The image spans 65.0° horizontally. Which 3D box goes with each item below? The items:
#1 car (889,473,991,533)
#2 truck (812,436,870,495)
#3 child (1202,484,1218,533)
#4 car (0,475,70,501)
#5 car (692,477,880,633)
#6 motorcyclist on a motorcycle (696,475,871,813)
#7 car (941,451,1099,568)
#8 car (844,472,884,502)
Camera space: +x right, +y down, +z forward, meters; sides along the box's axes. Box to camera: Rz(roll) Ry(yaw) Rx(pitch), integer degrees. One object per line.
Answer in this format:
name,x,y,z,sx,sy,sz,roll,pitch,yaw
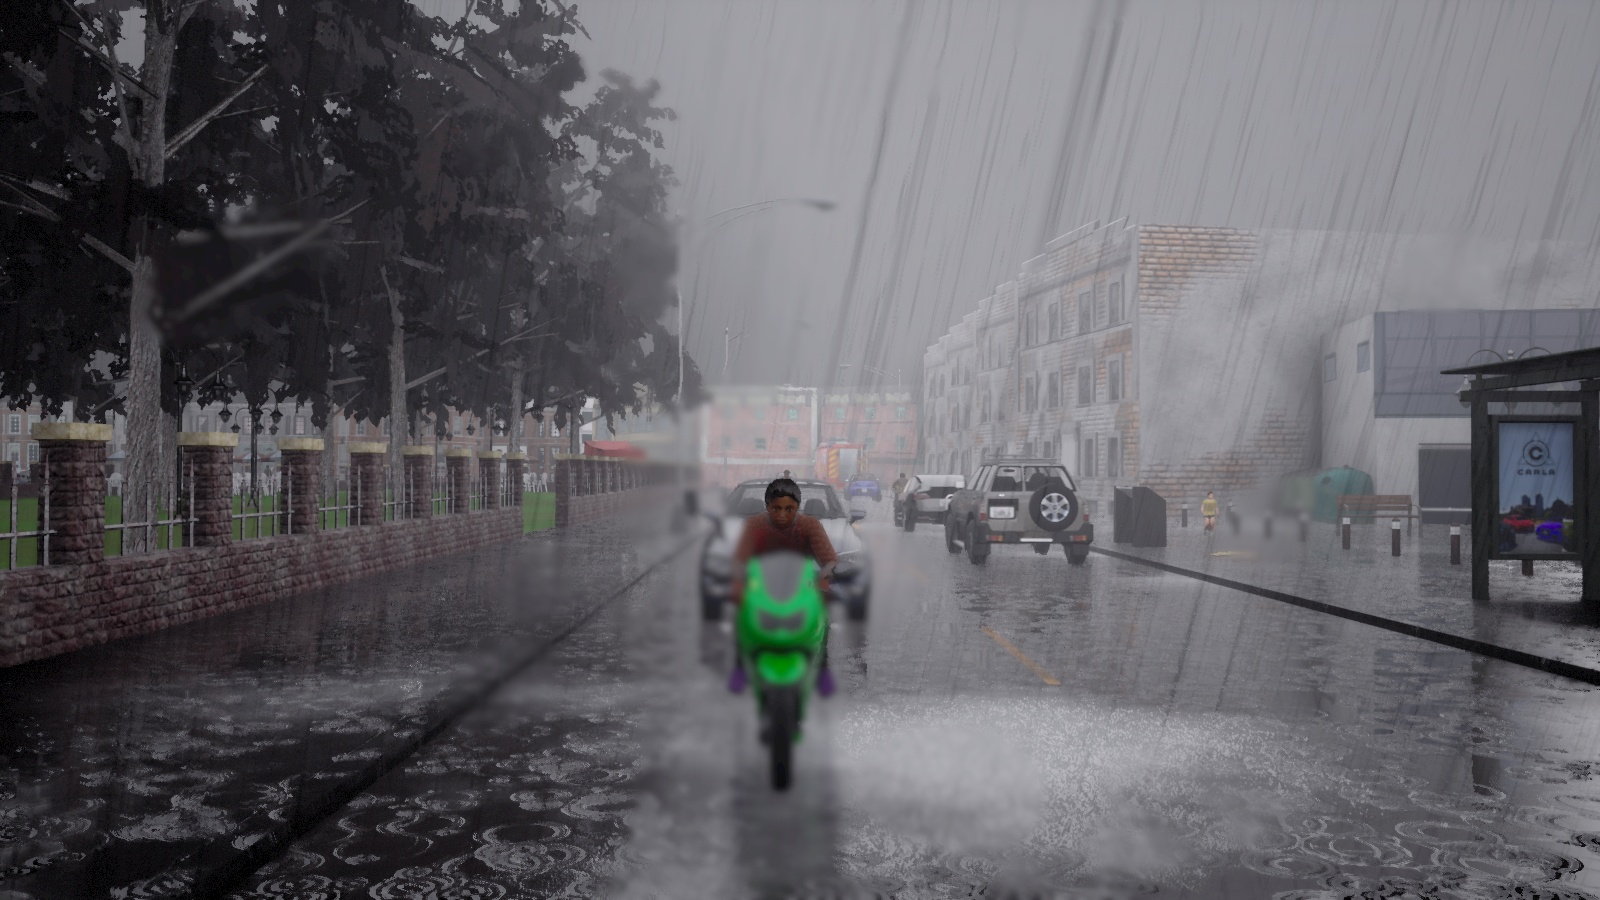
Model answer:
car,3.653,1.364,33.669,2.163,1.488,4.792,0,-1,-1
truck,2.744,1.088,86.484,2.891,3.827,8.468,0,-1,-6
child,9.412,1.350,28.831,0.255,1.110,0.394,0,-1,5
car,-46.043,2.254,74.974,2.163,1.488,4.792,0,-1,-1
car,-0.158,1.068,14.290,1.816,1.474,4.193,0,-1,-1
motorcyclist on a motorcycle,-0.086,0.910,6.779,0.797,1.523,2.044,0,-1,-1
car,3.763,0.990,22.299,1.932,1.855,4.605,0,-1,-1
car,3.303,1.916,65.713,1.816,1.474,4.193,0,-1,-1
